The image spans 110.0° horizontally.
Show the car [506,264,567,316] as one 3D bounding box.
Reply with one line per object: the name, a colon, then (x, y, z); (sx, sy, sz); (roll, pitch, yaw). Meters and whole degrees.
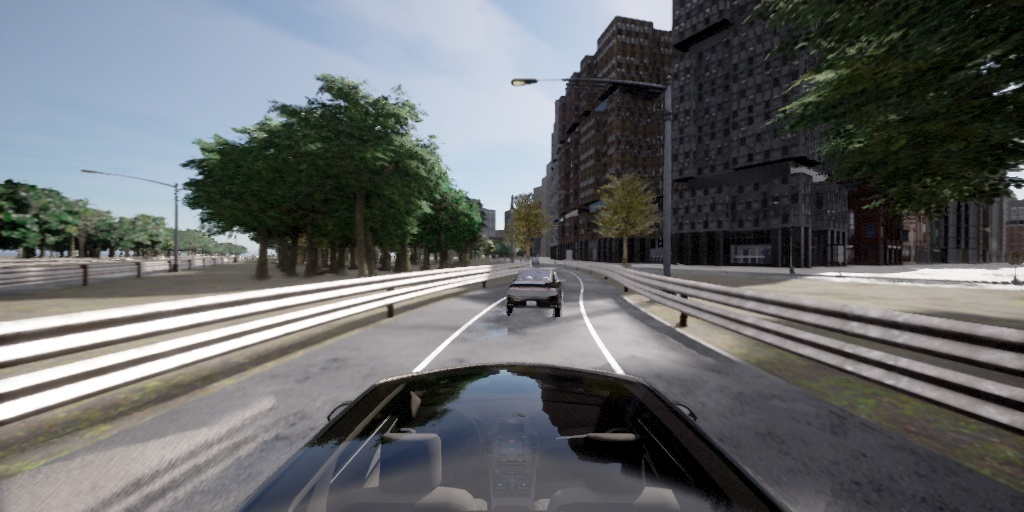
car: (0.967, 1.246, 13.455); (2.128, 1.511, 4.902); (0, 0, 9)
